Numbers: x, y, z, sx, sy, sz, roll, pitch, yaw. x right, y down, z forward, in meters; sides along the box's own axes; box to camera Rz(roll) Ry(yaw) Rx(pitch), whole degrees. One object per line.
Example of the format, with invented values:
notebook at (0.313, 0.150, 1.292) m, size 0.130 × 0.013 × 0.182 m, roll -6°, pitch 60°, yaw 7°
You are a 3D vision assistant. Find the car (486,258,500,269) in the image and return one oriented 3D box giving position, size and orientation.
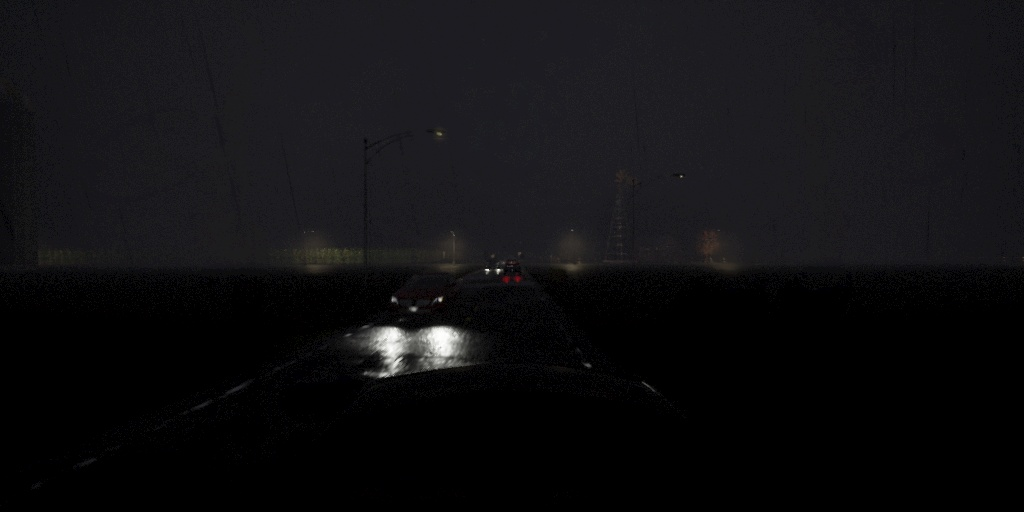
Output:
car at (-2.810, 1.057, 54.077) m, size 2.097 × 1.767 × 4.553 m, roll 0°, pitch 0°, yaw 0°

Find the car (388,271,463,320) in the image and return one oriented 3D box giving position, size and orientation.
car at (-2.848, 1.271, 12.711) m, size 1.812 × 1.442 × 4.674 m, roll 0°, pitch 0°, yaw 0°

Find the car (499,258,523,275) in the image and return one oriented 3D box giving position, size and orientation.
car at (0.057, 1.218, 38.088) m, size 2.128 × 1.511 × 4.902 m, roll 0°, pitch 0°, yaw 0°

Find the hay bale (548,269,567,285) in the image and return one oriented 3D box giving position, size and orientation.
hay bale at (3.128, 1.393, 24.736) m, size 1.220 × 1.180 × 1.240 m, roll 0°, pitch 0°, yaw 0°
